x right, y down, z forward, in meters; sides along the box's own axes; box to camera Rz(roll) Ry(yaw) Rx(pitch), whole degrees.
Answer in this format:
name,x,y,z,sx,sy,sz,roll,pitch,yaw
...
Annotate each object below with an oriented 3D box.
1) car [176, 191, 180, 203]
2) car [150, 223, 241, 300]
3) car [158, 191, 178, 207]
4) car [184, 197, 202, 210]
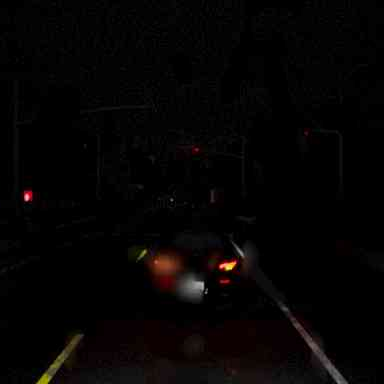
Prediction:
name,x,y,z,sx,sy,sz,roll,pitch,yaw
car,-3.469,0.919,63.275,2.150,2.045,5.566,0,1,1
car,0.082,1.486,8.181,1.812,1.442,4.674,0,0,0
car,-3.533,1.128,47.211,2.097,1.767,4.553,0,0,0
car,0.144,1.307,38.783,2.128,1.511,4.902,0,0,0
